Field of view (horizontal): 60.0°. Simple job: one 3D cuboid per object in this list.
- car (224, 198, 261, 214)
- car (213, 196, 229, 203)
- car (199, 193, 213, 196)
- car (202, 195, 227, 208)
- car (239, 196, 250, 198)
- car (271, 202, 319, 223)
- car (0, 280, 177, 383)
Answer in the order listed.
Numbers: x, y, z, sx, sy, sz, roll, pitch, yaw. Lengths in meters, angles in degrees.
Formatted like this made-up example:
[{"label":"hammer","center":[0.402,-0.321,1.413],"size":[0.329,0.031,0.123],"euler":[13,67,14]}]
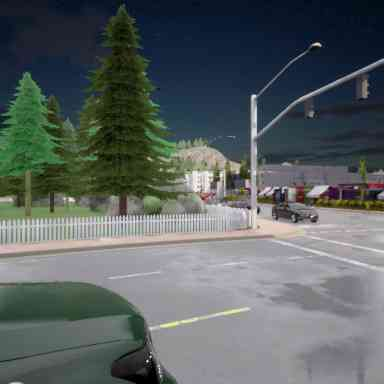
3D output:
[{"label":"car","center":[5.454,1.656,35.245],"size":[1.895,1.301,4.718],"euler":[0,0,-16]},{"label":"car","center":[6.086,1.559,71.154],"size":[1.837,1.490,4.892],"euler":[0,0,-16]},{"label":"car","center":[2.939,1.277,69.605],"size":[2.150,2.045,5.566],"euler":[0,0,-17]},{"label":"car","center":[2.835,1.547,44.230],"size":[2.128,1.511,4.902],"euler":[0,0,-16]},{"label":"car","center":[9.341,1.546,60.111],"size":[2.128,1.511,4.902],"euler":[0,0,-16]},{"label":"car","center":[8.046,1.560,26.339],"size":[1.837,1.490,4.892],"euler":[0,0,-14]},{"label":"car","center":[-2.756,1.221,1.670],"size":[5.566,2.045,2.150],"euler":[0,0,-36]}]
